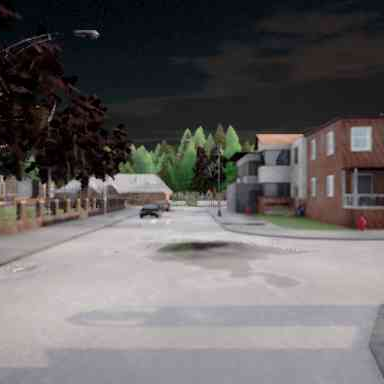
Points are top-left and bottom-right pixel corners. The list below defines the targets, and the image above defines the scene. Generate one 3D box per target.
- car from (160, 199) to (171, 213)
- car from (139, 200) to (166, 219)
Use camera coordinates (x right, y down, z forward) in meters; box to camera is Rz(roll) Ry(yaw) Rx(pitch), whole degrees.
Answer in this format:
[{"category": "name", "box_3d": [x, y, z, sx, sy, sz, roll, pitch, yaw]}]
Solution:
[{"category": "car", "box_3d": [-4.031, 1.782, 44.449, 2.097, 1.767, 4.553, 0, -1, 0]}, {"category": "car", "box_3d": [-4.064, 1.872, 33.512, 2.033, 1.411, 5.357, 0, -1, 0]}]
